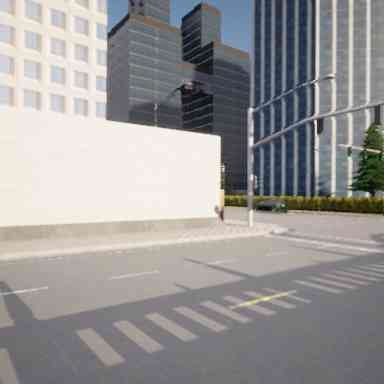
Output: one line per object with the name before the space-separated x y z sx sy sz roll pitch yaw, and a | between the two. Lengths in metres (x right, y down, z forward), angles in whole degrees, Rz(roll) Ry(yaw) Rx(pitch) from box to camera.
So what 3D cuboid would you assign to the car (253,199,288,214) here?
car | 9.638 1.665 41.345 2.097 1.767 4.553 1 0 -36
